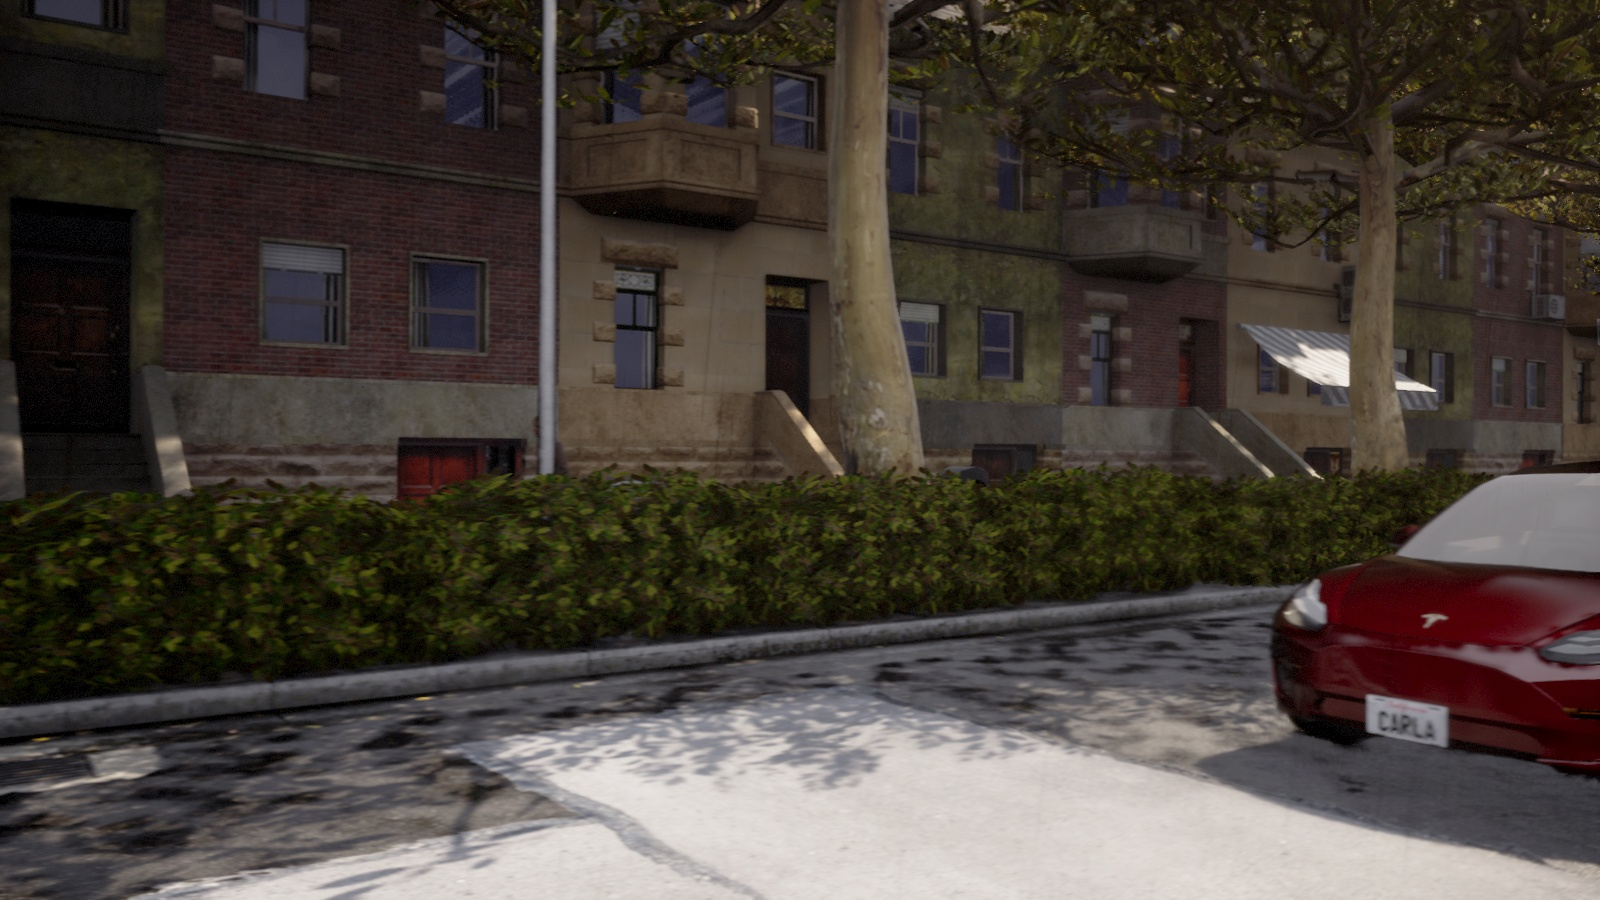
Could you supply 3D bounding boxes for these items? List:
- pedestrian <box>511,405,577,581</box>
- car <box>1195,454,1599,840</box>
[{"bbox_3d":[-2.733,0.450,13.413,0.634,1.846,0.331,0,0,-23],"label":"pedestrian"},{"bbox_3d":[4.588,0.767,6.866,4.792,1.488,2.163,0,0,-35],"label":"car"}]
